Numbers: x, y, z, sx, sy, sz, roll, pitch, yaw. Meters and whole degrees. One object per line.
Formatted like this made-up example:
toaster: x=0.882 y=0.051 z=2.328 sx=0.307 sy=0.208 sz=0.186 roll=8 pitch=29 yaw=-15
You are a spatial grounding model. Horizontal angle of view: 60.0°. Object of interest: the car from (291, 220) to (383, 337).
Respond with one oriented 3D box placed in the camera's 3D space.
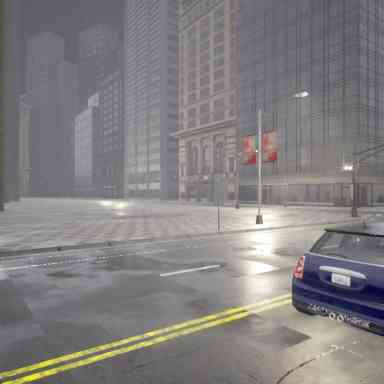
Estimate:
car: x=3.992 y=1.352 z=6.303 sx=4.553 sy=1.767 sz=2.097 roll=0 pitch=0 yaw=-36
